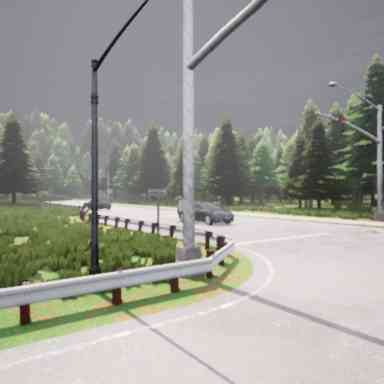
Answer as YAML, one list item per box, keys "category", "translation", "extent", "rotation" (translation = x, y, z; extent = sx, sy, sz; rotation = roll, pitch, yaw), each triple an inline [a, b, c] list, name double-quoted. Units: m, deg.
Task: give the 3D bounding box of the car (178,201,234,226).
- category: "car"
  translation: [0.876, 1.436, 23.214]
  extent: [1.837, 1.490, 4.892]
  rotation: [0, 0, -36]

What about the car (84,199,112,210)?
- category: "car"
  translation: [-11.247, 1.534, 39.814]
  extent: [1.895, 1.301, 4.718]
  rotation: [0, 0, -35]
